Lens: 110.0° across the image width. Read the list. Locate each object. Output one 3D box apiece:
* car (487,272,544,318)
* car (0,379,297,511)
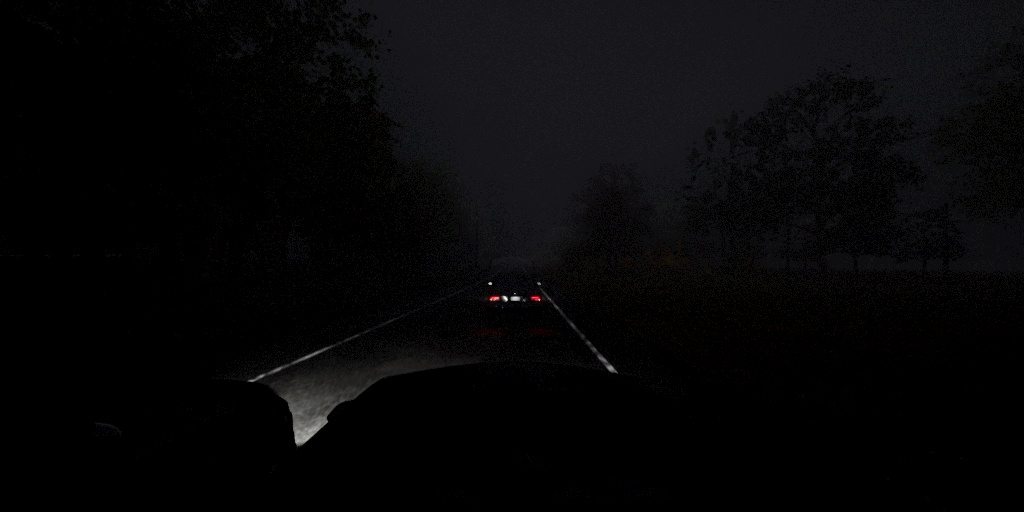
[{"bbox_3d":[0.098,1.300,13.017,2.033,1.411,5.357,0,0,0],"label":"car"},{"bbox_3d":[-2.989,1.314,1.546,1.994,1.385,4.181,0,0,2],"label":"car"}]
